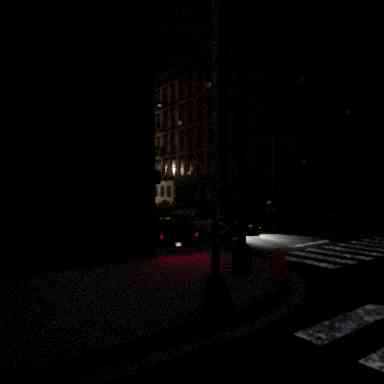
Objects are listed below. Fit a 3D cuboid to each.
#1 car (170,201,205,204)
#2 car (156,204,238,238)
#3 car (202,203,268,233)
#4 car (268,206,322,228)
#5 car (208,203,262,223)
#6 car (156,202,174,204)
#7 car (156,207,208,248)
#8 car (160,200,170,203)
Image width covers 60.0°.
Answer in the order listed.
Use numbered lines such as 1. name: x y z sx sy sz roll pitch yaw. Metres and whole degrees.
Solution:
1. car: 0.187 1.554 30.776 1.947 1.339 4.313 0 0 -35
2. car: -0.035 1.548 17.173 1.752 1.417 4.829 0 0 -35
3. car: 1.890 1.571 18.868 1.994 1.385 4.181 0 0 -36
4. car: 6.429 1.546 21.932 1.947 1.339 4.313 0 0 -35
5. car: 3.308 1.566 26.354 1.802 1.307 4.206 0 0 -35
6. car: -3.254 1.578 21.734 2.008 1.369 4.403 0 0 -35
7. car: -1.178 1.556 13.925 1.895 1.301 4.718 0 0 -19
8. car: -3.033 1.517 35.337 1.752 1.417 4.829 0 0 -35
